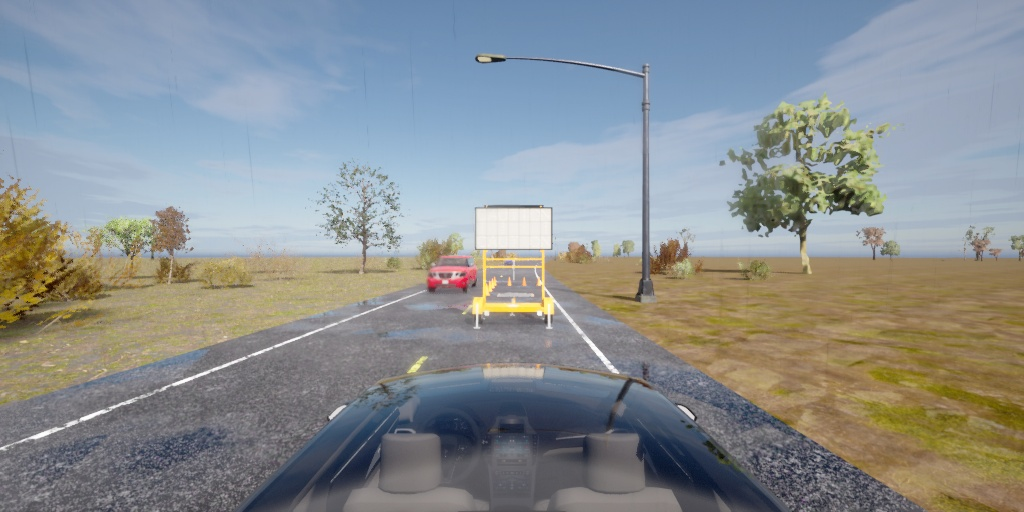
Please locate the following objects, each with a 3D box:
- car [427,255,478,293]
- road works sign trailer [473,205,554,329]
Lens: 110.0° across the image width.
[{"bbox_3d":[-3.327,0.970,20.986,2.150,2.045,5.566,0,0,1],"label":"car"},{"bbox_3d":[0.057,0.214,11.270,2.380,3.560,2.880,0,0,1],"label":"road works sign trailer"}]
